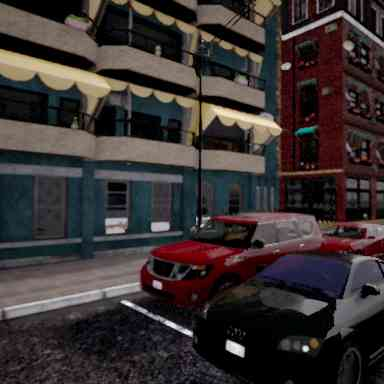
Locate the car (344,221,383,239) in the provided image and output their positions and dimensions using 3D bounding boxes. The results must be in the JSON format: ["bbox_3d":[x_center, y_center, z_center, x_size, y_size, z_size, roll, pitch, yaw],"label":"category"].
[{"bbox_3d":[5.549,1.729,11.473,4.507,1.381,1.887,1,0,-40],"label":"car"}]

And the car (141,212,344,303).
[{"bbox_3d":[1.281,1.452,7.894,5.009,1.841,2.192,1,0,-40],"label":"car"}]

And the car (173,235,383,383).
[{"bbox_3d":[2.023,1.649,5.153,4.181,1.385,1.994,1,-1,-40],"label":"car"}]
